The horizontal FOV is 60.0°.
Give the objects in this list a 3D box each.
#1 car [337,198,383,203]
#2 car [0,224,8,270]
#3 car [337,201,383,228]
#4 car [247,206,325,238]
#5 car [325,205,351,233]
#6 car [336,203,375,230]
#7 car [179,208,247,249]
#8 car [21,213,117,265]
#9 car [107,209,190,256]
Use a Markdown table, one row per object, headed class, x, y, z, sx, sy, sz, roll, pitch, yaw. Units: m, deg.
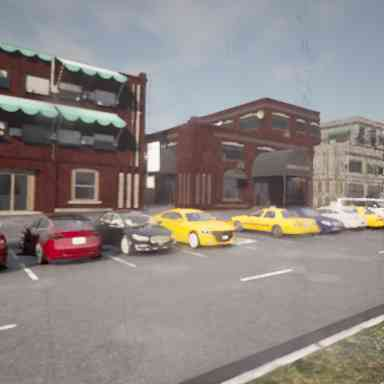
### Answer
| class | x | y | z | sx | sy | sz | roll | pitch | yaw |
| --- | --- | --- | --- | --- | --- | --- | --- | --- | --- |
| car | 13.388 | 1.496 | 24.800 | 2.435 | 2.045 | 5.566 | 1 | -1 | -35 |
| car | -7.013 | 1.476 | 10.344 | 2.097 | 1.535 | 5.008 | 1 | 0 | -35 |
| car | 10.995 | 1.692 | 23.363 | 1.946 | 1.575 | 5.366 | 1 | -1 | -35 |
| car | 4.308 | 1.579 | 18.615 | 1.946 | 1.575 | 5.366 | 1 | 0 | -35 |
| car | 6.672 | 1.652 | 20.070 | 2.002 | 1.452 | 4.674 | 1 | 0 | -35 |
| car | 8.842 | 1.689 | 21.604 | 2.002 | 1.452 | 4.674 | 1 | -1 | -35 |
| car | -0.119 | 1.536 | 15.252 | 2.097 | 1.535 | 5.008 | 0 | 0 | -35 |
| car | -4.767 | 1.526 | 11.981 | 2.163 | 1.488 | 4.792 | 0 | 0 | -35 |
| car | -2.487 | 1.517 | 13.572 | 2.231 | 1.521 | 4.892 | 0 | 0 | -35 |
